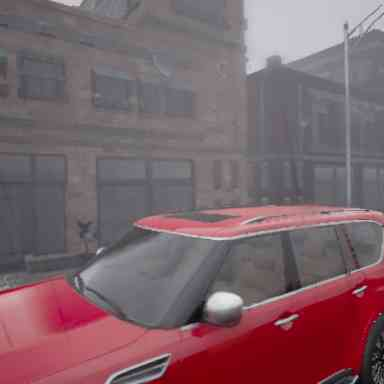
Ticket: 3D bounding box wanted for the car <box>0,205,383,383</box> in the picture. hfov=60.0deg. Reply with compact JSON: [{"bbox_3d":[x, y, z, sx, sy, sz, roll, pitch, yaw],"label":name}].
[{"bbox_3d":[0.240,1.218,3.550,5.566,2.045,2.150,0,0,-36],"label":"car"}]
